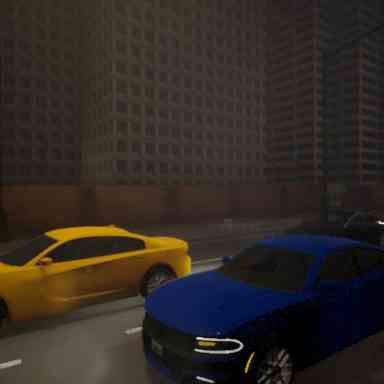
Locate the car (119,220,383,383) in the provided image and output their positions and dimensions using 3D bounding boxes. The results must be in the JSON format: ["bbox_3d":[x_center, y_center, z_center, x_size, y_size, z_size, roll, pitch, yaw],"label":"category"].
[{"bbox_3d":[1.654,1.447,5.124,5.008,1.535,1.882,0,0,-35],"label":"car"}]

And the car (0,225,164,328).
[{"bbox_3d":[-2.365,1.462,6.575,5.008,1.535,1.882,0,0,-35],"label":"car"}]

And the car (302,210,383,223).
[{"bbox_3d":[5.290,1.410,11.950,4.902,1.511,2.128,0,0,-35],"label":"car"}]
